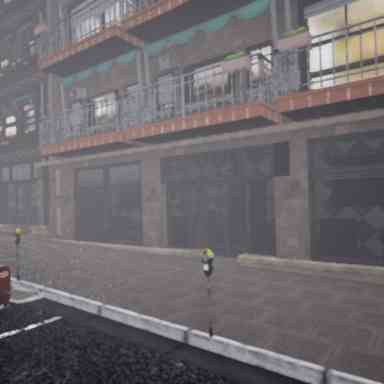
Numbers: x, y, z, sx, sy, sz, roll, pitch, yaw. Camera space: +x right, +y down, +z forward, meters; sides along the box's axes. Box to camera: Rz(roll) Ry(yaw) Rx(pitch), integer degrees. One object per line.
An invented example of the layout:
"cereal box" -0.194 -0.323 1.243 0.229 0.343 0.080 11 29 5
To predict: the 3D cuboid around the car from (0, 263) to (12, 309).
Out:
"car" -5.339 1.607 6.609 4.507 1.381 1.887 -1 -2 36
